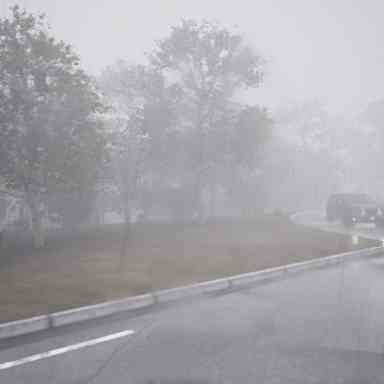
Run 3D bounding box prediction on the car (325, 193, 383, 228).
[{"bbox_3d":[10.426,1.099,21.563,2.150,2.045,5.566,0,1,5],"label":"car"}]
